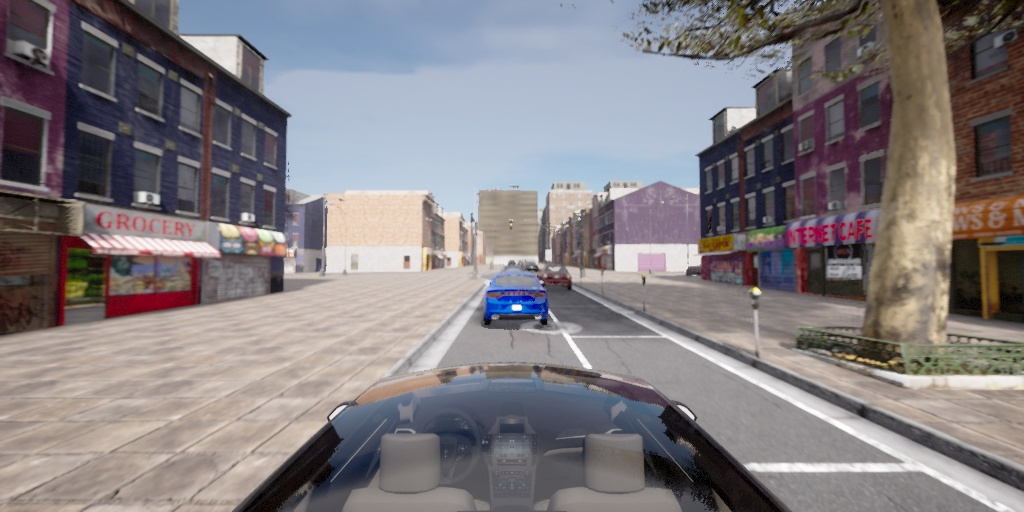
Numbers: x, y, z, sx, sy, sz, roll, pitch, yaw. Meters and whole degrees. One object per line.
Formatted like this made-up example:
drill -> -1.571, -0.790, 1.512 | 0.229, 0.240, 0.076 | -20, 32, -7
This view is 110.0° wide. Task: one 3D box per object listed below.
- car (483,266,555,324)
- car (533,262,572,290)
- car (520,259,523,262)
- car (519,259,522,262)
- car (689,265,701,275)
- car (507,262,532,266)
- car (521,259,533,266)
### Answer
car -> 0.085, 1.251, 12.094 | 1.882, 1.535, 5.008 | 0, 0, -1
car -> 2.634, 1.248, 23.167 | 1.967, 1.591, 4.097 | 0, 0, 0
car -> 2.623, 1.557, 55.347 | 1.948, 1.339, 4.313 | 0, 0, 0
car -> 2.621, 1.564, 60.953 | 1.751, 1.417, 4.829 | 0, 0, 0
car -> 20.133, 1.329, 35.022 | 5.357, 1.411, 2.033 | 0, -2, 0
car -> 0.098, 1.335, 23.368 | 1.812, 1.442, 4.674 | 0, 0, 0
car -> 2.625, 1.514, 49.911 | 1.948, 1.339, 4.313 | 0, 0, 0
